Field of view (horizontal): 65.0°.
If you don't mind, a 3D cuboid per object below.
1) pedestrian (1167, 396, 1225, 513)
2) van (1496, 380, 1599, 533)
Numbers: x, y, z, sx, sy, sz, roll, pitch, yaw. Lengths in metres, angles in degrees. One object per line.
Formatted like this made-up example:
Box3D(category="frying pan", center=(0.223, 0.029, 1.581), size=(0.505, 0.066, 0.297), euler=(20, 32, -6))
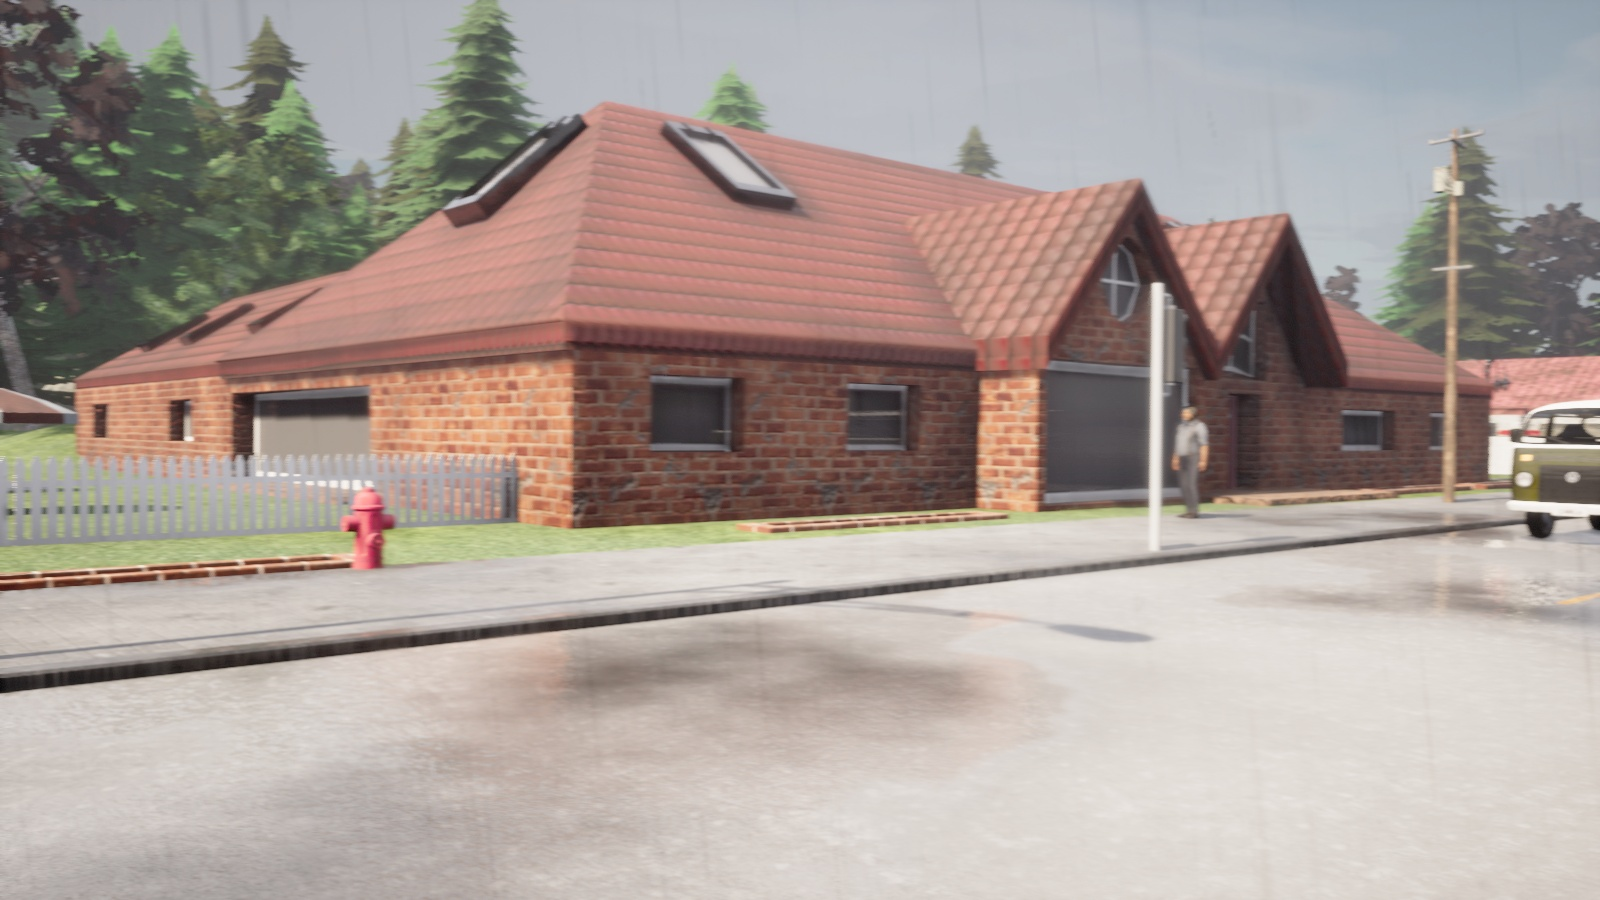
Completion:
Box3D(category="pedestrian", center=(6.334, 0.060, 20.106), size=(0.694, 1.848, 0.540), euler=(-1, 1, -18))
Box3D(category="van", center=(12.166, 0.043, 18.306), size=(4.480, 2.038, 2.069), euler=(-1, 1, -40))
